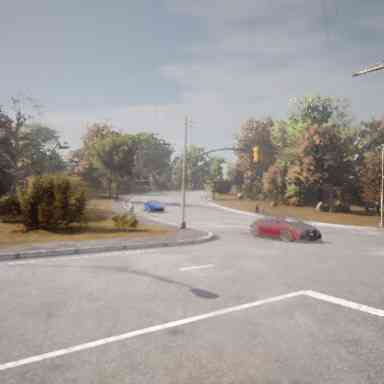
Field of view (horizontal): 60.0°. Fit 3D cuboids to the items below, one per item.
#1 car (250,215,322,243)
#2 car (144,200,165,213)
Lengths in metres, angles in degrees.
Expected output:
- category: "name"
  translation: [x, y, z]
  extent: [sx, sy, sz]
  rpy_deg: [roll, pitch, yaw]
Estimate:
- category: "car"
  translation: [5.184, 1.991, 18.801]
  extent: [1.994, 1.385, 4.181]
  rpy_deg: [3, -2, -29]
- category: "car"
  translation: [-4.709, 1.762, 41.490]
  extent: [1.882, 1.535, 5.008]
  rpy_deg: [2, 1, -18]
